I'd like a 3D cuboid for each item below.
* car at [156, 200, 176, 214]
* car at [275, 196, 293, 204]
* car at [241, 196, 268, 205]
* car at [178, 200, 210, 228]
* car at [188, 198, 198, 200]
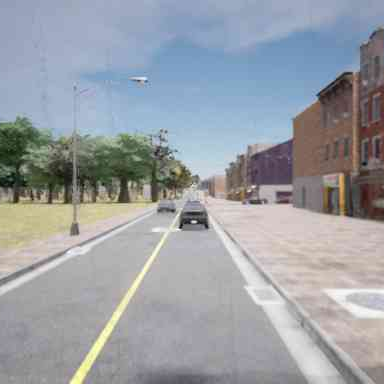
[{"bbox_3d":[-2.764,1.583,36.710,2.033,1.411,5.357,0,0,1],"label":"car"},{"bbox_3d":[16.014,1.351,55.736,4.206,1.307,1.802,-1,1,0],"label":"car"},{"bbox_3d":[10.483,1.440,55.743,4.403,1.369,2.008,-1,1,0],"label":"car"},{"bbox_3d":[0.121,1.518,22.038,1.837,1.490,4.892,0,0,0],"label":"car"},{"bbox_3d":[0.139,1.562,42.727,2.128,1.511,4.902,0,0,0],"label":"car"}]
